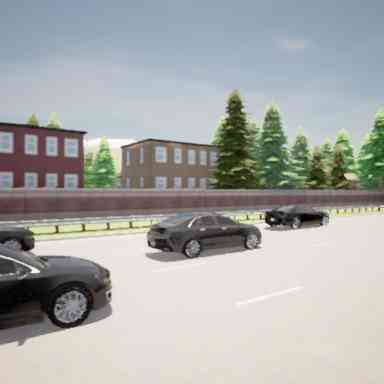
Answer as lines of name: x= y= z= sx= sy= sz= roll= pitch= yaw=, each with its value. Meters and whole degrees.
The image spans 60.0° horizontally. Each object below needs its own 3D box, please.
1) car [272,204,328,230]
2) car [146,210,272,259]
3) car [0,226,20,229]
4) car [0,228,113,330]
car: x=6.906 y=1.525 z=21.714 sx=5.008 sy=1.535 sz=1.882 roll=0 pitch=0 yaw=-36
car: x=0.626 y=1.538 z=12.846 sx=4.892 sy=1.490 sz=1.837 roll=0 pitch=0 yaw=-36
car: x=-7.923 y=1.516 z=10.979 sx=5.008 sy=1.535 sz=1.882 roll=0 pitch=0 yaw=-36
car: x=-3.730 y=1.524 z=5.371 sx=4.892 sy=1.490 sz=1.837 roll=0 pitch=0 yaw=-36
